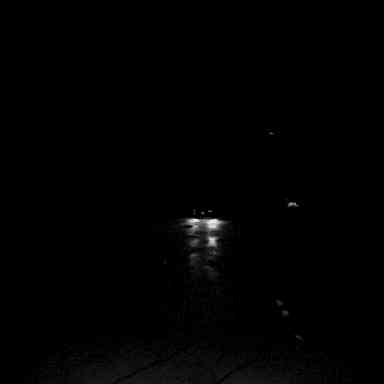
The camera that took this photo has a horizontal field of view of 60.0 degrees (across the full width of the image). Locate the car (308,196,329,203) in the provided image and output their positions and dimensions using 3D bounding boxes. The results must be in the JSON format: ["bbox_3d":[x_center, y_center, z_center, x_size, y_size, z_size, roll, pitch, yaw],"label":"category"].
[{"bbox_3d":[24.465,1.437,65.352,1.882,1.535,5.008,4,3,41],"label":"car"}]

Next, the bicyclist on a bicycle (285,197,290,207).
[{"bbox_3d":[13.910,1.489,48.614,0.866,1.612,1.509,3,1,29],"label":"bicyclist on a bicycle"}]

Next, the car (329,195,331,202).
[{"bbox_3d":[31.514,1.384,73.043,4.892,1.490,1.837,0,3,-45],"label":"car"}]

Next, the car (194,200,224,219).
[{"bbox_3d":[1.583,1.466,29.393,1.837,1.490,4.892,1,0,17],"label":"car"}]

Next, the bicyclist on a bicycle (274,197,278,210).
[{"bbox_3d":[10.622,1.513,42.201,0.582,1.620,1.656,2,1,25],"label":"bicyclist on a bicycle"}]

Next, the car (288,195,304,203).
[{"bbox_3d":[20.347,1.383,65.090,1.994,1.385,4.181,3,2,38],"label":"car"}]
